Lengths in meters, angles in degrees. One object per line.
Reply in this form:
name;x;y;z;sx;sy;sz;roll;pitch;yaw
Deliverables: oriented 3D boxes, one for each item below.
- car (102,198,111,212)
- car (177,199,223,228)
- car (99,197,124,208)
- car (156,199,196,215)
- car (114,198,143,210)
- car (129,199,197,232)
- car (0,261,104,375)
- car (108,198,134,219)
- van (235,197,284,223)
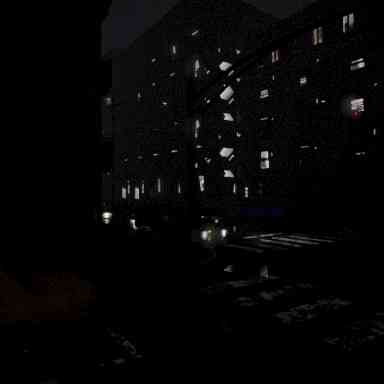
car;-11.350;1.439;37.597;1.882;1.535;5.008;-1;0;-36
car;0.028;1.472;21.847;2.128;1.511;4.902;-1;0;-36
car;-11.628;1.463;47.847;1.887;1.381;4.507;-1;0;-36
car;-1.774;1.449;34.223;1.752;1.417;4.829;0;0;-36
car;-8.310;1.463;43.260;1.887;1.381;4.507;-1;0;-36
car;-1.840;1.440;20.014;1.967;1.590;4.097;0;0;-36
car;-3.575;1.525;4.018;4.829;1.417;1.752;0;0;-35
car;-5.364;1.532;29.296;1.994;1.385;4.181;-1;0;-37
van;4.961;1.280;24.910;1.690;1.788;3.998;0;0;-36
